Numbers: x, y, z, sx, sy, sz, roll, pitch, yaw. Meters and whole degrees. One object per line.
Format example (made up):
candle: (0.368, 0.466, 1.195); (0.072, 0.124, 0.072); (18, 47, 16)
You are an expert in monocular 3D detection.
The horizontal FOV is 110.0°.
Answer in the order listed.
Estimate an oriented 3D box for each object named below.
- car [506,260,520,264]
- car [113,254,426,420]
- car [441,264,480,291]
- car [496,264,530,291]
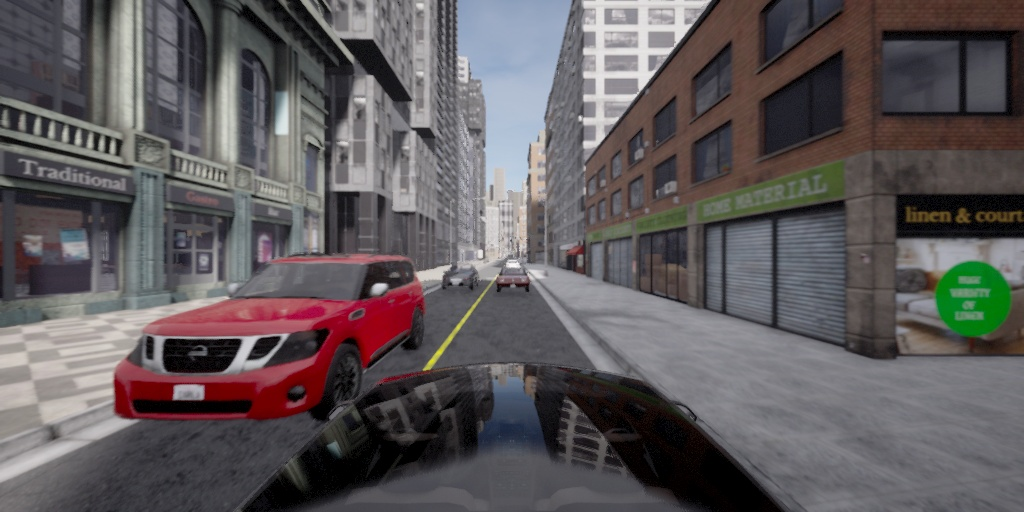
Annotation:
car: (0.104, 1.247, 46.736); (1.812, 1.442, 4.674); (0, 0, 0)
car: (-3.084, 0.973, 6.210); (2.150, 2.045, 5.566); (0, 0, 0)
car: (-3.066, 1.236, 22.126); (2.128, 1.511, 4.902); (0, 0, 0)
car: (0.069, 1.345, 21.539); (1.895, 1.301, 4.718); (0, 0, 0)
